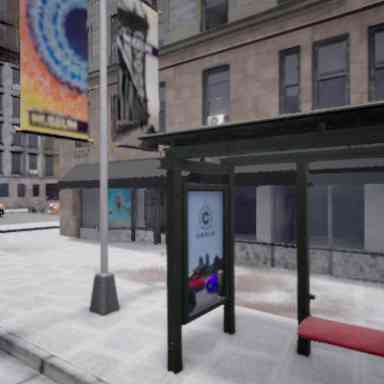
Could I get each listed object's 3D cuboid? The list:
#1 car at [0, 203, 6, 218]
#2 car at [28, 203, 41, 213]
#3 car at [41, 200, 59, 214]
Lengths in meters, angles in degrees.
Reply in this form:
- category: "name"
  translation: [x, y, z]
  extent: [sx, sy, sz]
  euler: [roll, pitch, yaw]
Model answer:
- category: "car"
  translation: [-17.485, 1.260, 26.429]
  extent: [2.097, 1.767, 4.553]
  euler: [-1, 0, 36]
- category: "car"
  translation: [-15.070, 1.525, 35.310]
  extent: [1.994, 1.385, 4.181]
  euler: [-1, 0, 36]
- category: "car"
  translation: [-12.311, 1.290, 33.604]
  extent: [2.097, 1.767, 4.553]
  euler: [-1, 0, 36]
